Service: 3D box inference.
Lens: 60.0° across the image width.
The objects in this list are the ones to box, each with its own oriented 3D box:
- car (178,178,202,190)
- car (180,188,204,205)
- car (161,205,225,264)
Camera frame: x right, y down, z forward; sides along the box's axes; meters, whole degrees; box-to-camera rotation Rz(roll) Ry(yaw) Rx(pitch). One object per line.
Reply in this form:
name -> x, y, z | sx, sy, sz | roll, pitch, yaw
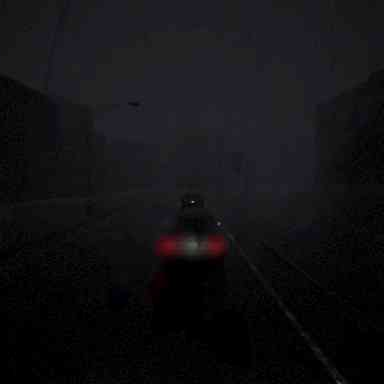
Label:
car -> -0.299, -1.440, 57.504 | 2.150, 2.045, 5.566 | 2, 4, 30
car -> 0.067, 0.681, 30.002 | 1.994, 1.385, 4.181 | 0, 3, 0
car -> 0.046, 1.410, 11.249 | 2.033, 1.411, 5.357 | 0, 1, 0
